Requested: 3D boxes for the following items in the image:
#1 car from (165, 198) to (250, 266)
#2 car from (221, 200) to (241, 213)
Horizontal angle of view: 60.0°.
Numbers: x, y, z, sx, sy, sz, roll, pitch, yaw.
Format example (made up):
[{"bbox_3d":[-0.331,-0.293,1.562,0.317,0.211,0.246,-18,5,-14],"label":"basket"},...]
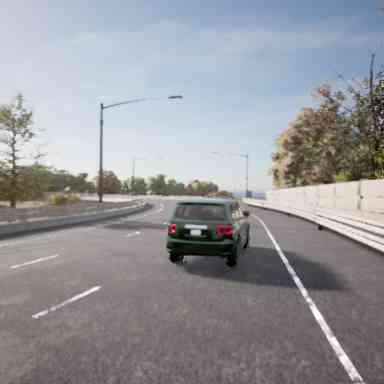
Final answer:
[{"bbox_3d":[0.785,1.252,12.012,2.150,2.045,5.566,1,0,15],"label":"car"},{"bbox_3d":[4.688,1.724,40.618,1.895,1.301,4.718,1,0,0],"label":"car"}]
